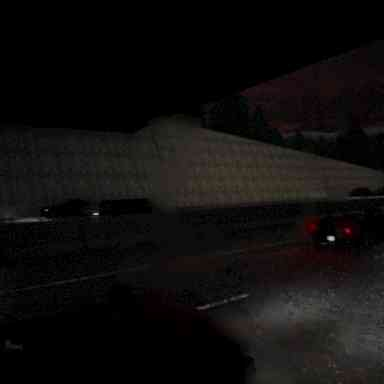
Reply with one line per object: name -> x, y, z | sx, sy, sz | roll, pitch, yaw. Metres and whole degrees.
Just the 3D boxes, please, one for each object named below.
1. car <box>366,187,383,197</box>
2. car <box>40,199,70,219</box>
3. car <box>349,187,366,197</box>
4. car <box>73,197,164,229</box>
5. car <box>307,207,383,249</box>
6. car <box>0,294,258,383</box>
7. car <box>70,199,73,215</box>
car -> 29.052, 0.021, 50.340 | 4.902, 1.511, 2.128 | -2, 1, -35
car -> -9.843, 1.308, 27.044 | 4.674, 1.442, 1.812 | -2, 1, -36
car -> 27.022, 0.037, 53.191 | 4.892, 1.490, 1.837 | -2, 1, -35
car -> -3.806, 1.136, 18.468 | 4.553, 1.767, 2.097 | -2, 1, -35
car -> 6.588, 1.238, 12.735 | 4.718, 1.301, 1.895 | -2, 1, -35
car -> -1.729, 1.602, 2.513 | 4.718, 1.301, 1.895 | -2, 1, -35
car -> -6.419, 1.259, 25.201 | 4.674, 1.442, 1.812 | -2, 1, -35
